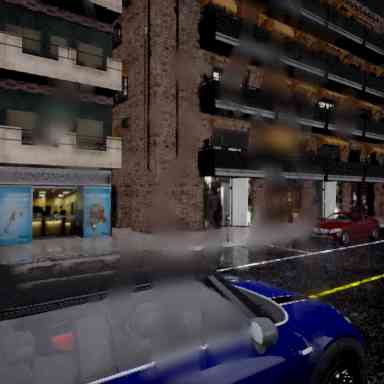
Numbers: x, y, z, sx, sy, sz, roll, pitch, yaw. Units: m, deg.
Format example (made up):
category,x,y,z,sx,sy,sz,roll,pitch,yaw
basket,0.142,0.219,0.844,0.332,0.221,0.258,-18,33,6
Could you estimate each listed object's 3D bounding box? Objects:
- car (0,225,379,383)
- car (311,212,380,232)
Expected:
category,x,y,z,sx,sy,sz,roll,pitch,yaw
car,-0.385,1.352,3.045,4.553,1.767,2.097,0,0,-35
car,7.172,1.583,15.538,4.206,1.307,1.802,0,0,-35
